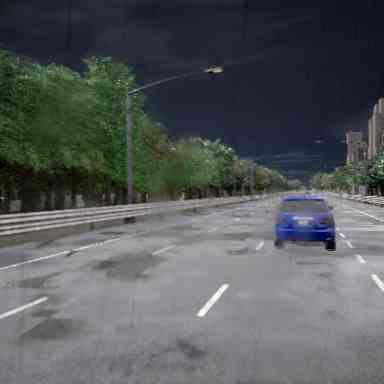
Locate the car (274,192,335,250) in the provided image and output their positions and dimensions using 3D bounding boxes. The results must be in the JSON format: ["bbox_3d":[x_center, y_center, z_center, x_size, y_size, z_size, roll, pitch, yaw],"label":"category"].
[{"bbox_3d":[4.807,1.169,14.246,2.150,2.045,5.566,-1,0,19],"label":"car"}]

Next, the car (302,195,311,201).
[{"bbox_3d":[26.061,1.405,75.437,1.895,1.301,4.718,-1,0,19],"label":"car"}]

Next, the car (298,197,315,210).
[{"bbox_3d":[14.353,1.364,41.728,1.837,1.490,4.892,-1,0,19],"label":"car"}]
